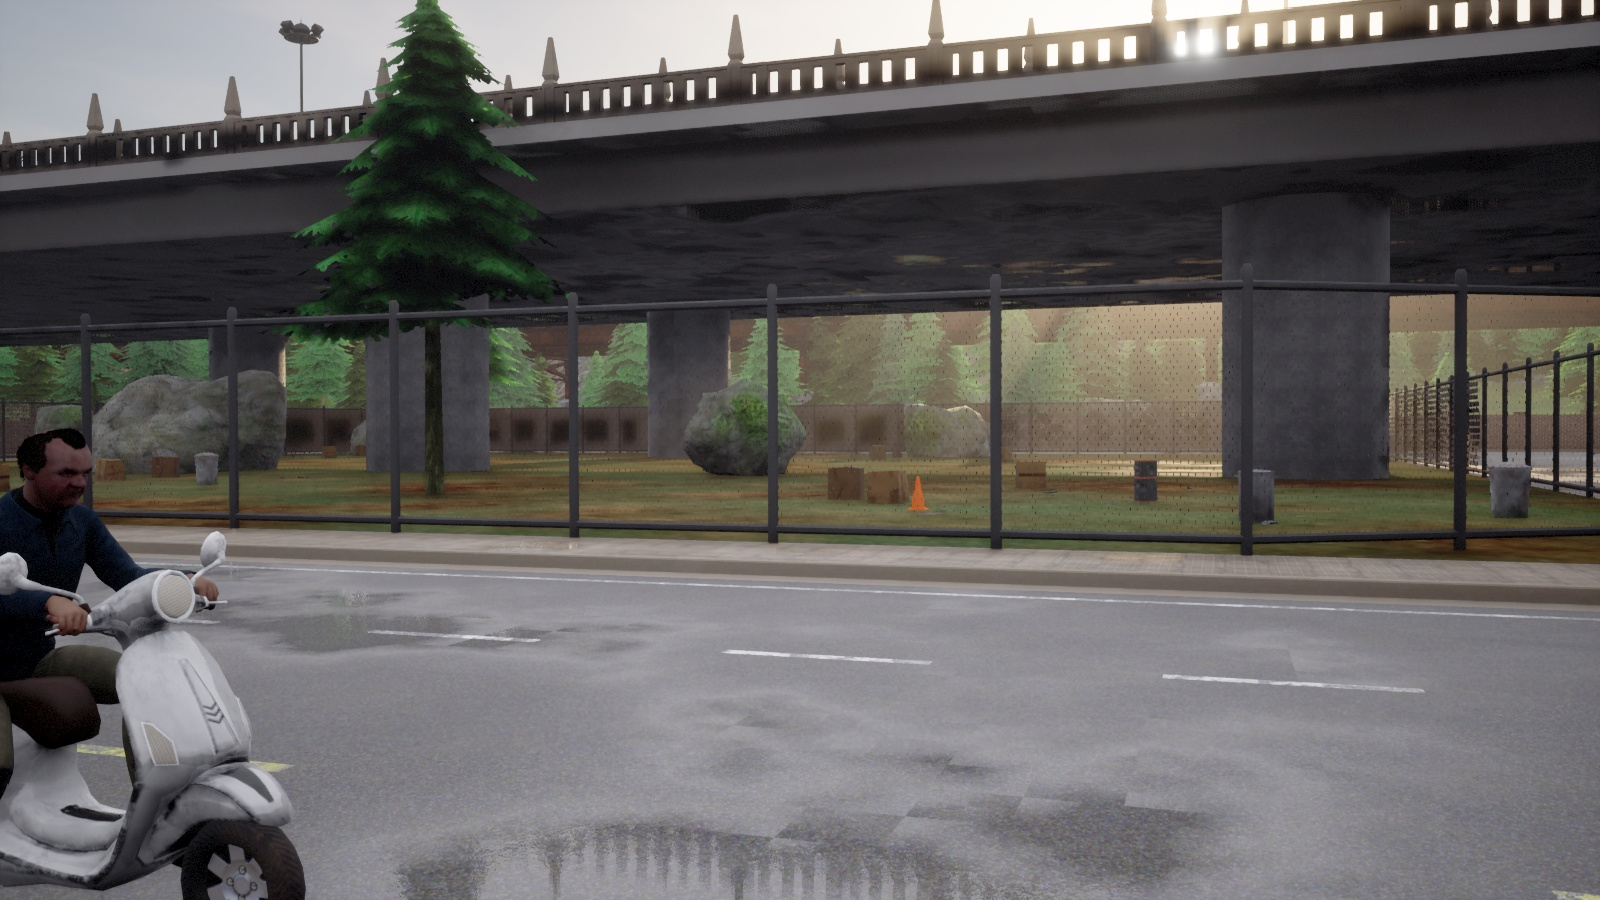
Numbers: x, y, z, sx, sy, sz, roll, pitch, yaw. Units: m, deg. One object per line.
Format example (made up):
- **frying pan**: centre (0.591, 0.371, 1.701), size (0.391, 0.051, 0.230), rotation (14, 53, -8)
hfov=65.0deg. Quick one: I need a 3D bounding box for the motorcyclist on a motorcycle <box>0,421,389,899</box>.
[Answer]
- **motorcyclist on a motorcycle**: centre (-2.341, 0.707, 3.980), size (1.817, 1.590, 0.866), rotation (1, 1, 19)
